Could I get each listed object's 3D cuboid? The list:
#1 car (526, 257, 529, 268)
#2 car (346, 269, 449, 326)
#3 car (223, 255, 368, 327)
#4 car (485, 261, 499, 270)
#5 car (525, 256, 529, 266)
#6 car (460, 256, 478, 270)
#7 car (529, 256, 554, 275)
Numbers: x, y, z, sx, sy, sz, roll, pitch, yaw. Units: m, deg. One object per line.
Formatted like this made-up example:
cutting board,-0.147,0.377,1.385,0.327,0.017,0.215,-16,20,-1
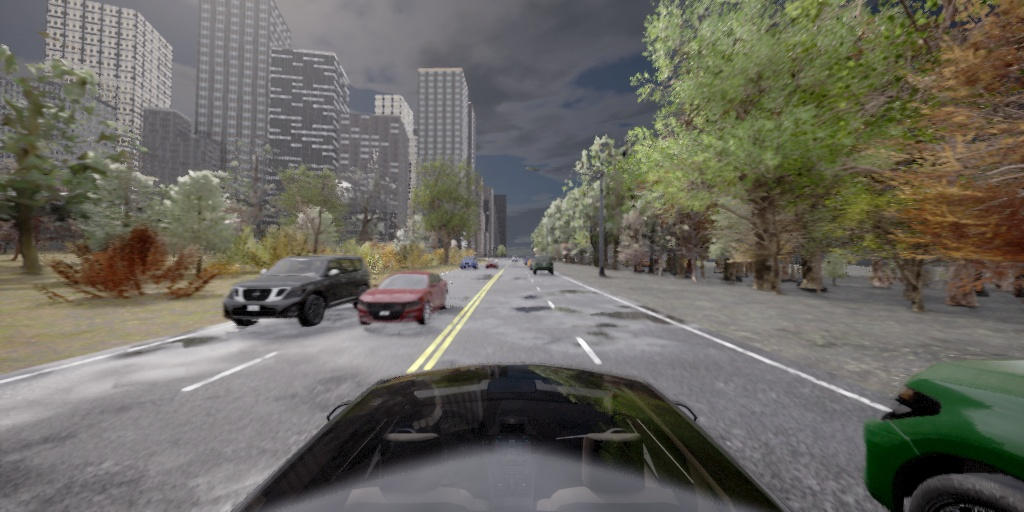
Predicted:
car,3.502,1.272,50.901,2.163,1.488,4.792,-1,0,1
car,-3.344,1.237,11.932,1.882,1.535,5.008,0,0,0
car,-6.596,0.981,11.942,2.150,2.045,5.566,0,0,1
car,-2.985,1.380,54.316,1.895,1.301,4.718,0,0,1
car,3.642,1.205,61.879,1.882,1.535,5.008,1,0,1
car,-6.273,0.996,53.044,2.150,2.045,5.566,0,0,1
car,3.381,0.977,39.897,2.150,2.045,5.566,-1,0,1
